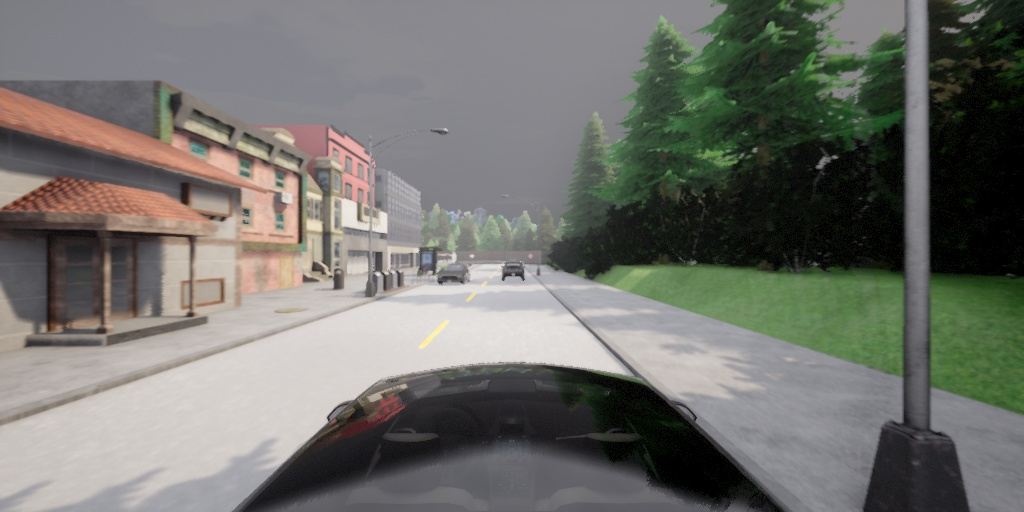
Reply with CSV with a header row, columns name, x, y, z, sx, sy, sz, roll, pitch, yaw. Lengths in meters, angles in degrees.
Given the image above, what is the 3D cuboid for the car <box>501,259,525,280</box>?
name,x,y,z,sx,sy,sz,roll,pitch,yaw
car,0.107,1.246,31.208,1.837,1.490,4.892,0,-1,0

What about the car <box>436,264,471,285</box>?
name,x,y,z,sx,sy,sz,roll,pitch,yaw
car,-4.093,1.292,26.099,2.033,1.411,5.357,0,0,0
